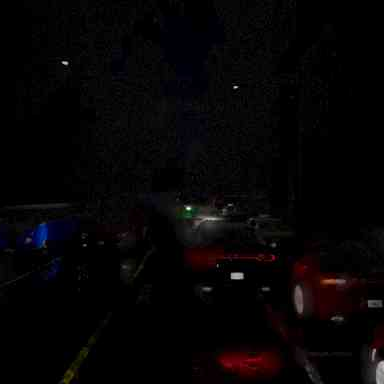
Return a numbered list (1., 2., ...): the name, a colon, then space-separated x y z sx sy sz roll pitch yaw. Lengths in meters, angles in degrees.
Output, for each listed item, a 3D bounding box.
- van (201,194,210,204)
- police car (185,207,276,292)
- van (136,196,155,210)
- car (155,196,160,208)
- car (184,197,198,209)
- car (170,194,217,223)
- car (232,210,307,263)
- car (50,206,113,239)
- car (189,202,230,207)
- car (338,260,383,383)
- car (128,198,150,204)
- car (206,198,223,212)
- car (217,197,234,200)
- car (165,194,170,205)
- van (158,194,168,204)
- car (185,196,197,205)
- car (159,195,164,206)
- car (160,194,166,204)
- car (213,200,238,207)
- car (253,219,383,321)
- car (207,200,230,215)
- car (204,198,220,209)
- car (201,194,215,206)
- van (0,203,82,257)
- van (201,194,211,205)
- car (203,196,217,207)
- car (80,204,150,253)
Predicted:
1. van: 2.625 1.363 67.044 1.690 1.788 3.998 0 0 0
2. police car: 0.872 1.426 9.041 1.930 1.638 5.238 0 0 0
3. van: -5.844 1.348 39.839 1.690 1.788 3.998 0 0 0
4. car: -5.855 1.535 45.107 1.752 1.417 4.829 0 0 0
5. car: -0.083 1.488 46.886 1.882 1.535 5.008 0 0 0
6. car: 0.288 1.224 25.181 2.150 2.045 5.566 0 0 11
7. car: 2.737 1.526 12.838 1.752 1.417 4.829 0 0 0
8. car: -5.799 1.552 18.089 2.008 1.369 4.403 0 0 0
9. car: 0.863 1.527 18.931 1.812 1.442 4.674 0 0 0
10. car: 2.759 1.545 1.793 1.887 1.381 4.507 0 0 0
11. car: -5.833 1.571 34.401 1.947 1.339 4.313 0 0 0
12. car: 2.681 1.532 40.026 1.752 1.417 4.829 0 0 0
13. car: 2.703 1.318 28.981 2.192 1.841 5.009 0 0 0
14. car: -3.116 1.367 57.338 2.097 1.767 4.553 0 0 0
15. van: -5.900 1.364 67.027 1.690 1.788 3.998 0 0 0
16. car: -0.123 1.510 60.702 2.128 1.511 4.902 0 0 0
17. car: -5.866 1.578 50.714 1.947 1.339 4.313 0 0 0
18. car: -5.877 1.541 55.982 1.752 1.417 4.829 0 0 0
19. car: 2.714 1.527 23.713 1.752 1.417 4.829 0 0 0
20. car: 2.748 1.545 7.231 1.887 1.381 4.507 0 0 0
21. car: 2.692 1.556 34.418 2.008 1.369 4.403 0 0 0
22. car: 2.670 1.554 45.294 1.887 1.381 4.507 0 0 0
23. car: 2.647 1.330 56.169 2.192 1.841 5.009 0 0 0
24. van: -5.788 1.342 12.651 1.690 1.788 3.998 0 0 0
25. van: 2.636 1.360 61.607 1.690 1.788 3.998 0 0 0
26. car: 2.659 1.452 50.731 1.967 1.590 4.097 0 0 0
27. car: -3.129 1.478 13.934 1.882 1.535 5.008 0 0 0
